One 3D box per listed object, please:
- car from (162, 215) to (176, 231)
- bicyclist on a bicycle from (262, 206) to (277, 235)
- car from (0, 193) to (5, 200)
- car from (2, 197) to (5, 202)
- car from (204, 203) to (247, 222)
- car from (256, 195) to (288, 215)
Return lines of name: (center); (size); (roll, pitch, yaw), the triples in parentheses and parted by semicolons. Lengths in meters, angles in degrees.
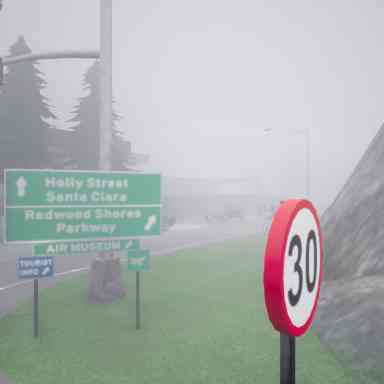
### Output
car: (-3.145, 1.792, 20.044); (1.895, 1.301, 4.718); (0, 0, 36)
bicyclist on a bicycle: (4.672, 1.643, 18.706); (1.656, 1.620, 0.582); (0, 0, 36)
car: (-38.316, 1.489, 70.119); (4.514, 1.523, 2.007); (0, 0, 35)
car: (-12.266, 1.505, 26.086); (1.905, 1.878, 3.866); (0, 0, 35)
car: (2.902, 1.683, 28.298); (2.128, 1.511, 4.902); (0, 0, 36)
car: (9.026, 1.413, 36.639); (2.150, 2.045, 5.566); (0, 0, 36)
